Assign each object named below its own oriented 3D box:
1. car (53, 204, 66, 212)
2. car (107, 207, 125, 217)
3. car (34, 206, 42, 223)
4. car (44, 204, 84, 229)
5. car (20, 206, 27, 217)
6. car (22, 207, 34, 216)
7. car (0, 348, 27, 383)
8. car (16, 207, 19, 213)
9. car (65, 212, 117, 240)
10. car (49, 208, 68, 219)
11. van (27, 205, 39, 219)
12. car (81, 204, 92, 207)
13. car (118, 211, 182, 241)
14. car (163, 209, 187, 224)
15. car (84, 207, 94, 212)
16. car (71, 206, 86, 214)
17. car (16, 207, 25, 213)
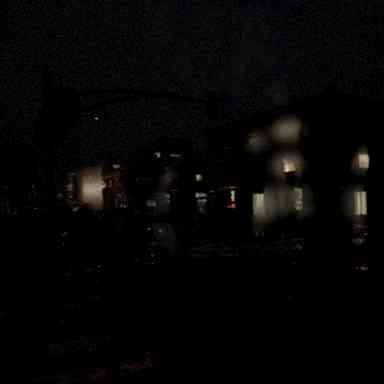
[{"bbox_3d":[-33.058,3.912,83.057,2.192,1.841,5.009,-2,-1,-31],"label":"car"},{"bbox_3d":[-10.174,2.737,44.313,2.008,1.369,4.403,-2,-1,-31],"label":"car"},{"bbox_3d":[-17.421,2.787,40.054,1.967,1.590,4.097,-2,-1,-31],"label":"car"},{"bbox_3d":[-11.882,2.316,30.481,2.192,1.841,5.009,-2,-1,-31],"label":"car"},{"bbox_3d":[-29.031,3.378,59.746,2.192,1.841,5.009,-2,-1,-31],"label":"car"},{"bbox_3d":[-31.747,3.756,64.362,1.752,1.417,4.829,-2,-1,-31],"label":"car"},{"bbox_3d":[-3.214,1.673,1.265,4.718,1.301,1.895,-1,-1,-29],"label":"car"},{"bbox_3d":[-37.455,4.127,74.037,1.887,1.381,4.507,-2,-1,-31],"label":"car"},{"bbox_3d":[-6.641,2.242,21.561,1.947,1.339,4.313,-2,-1,-31],"label":"car"},{"bbox_3d":[-20.123,3.148,49.979,1.837,1.490,4.892,-1,-1,-31],"label":"car"},{"bbox_3d":[-23.408,3.057,50.216,1.690,1.788,3.998,-2,-1,-31],"label":"van"},{"bbox_3d":[-19.002,3.045,59.235,2.192,1.841,5.009,-2,-1,-31],"label":"car"},{"bbox_3d":[-2.681,2.089,20.230,1.994,1.385,4.181,-1,-1,-31],"label":"car"},{"bbox_3d":[-2.012,2.237,30.713,2.008,1.369,4.403,-2,-1,-31],"label":"car"},{"bbox_3d":[-11.216,2.600,34.689,2.033,1.411,5.357,-1,-1,-31],"label":"car"},{"bbox_3d":[-21.889,3.434,64.144,1.752,1.417,4.829,-2,-1,-31],"label":"car"},{"bbox_3d":[-42.993,4.449,83.420,1.752,1.417,4.829,-2,-1,-31],"label":"car"}]
